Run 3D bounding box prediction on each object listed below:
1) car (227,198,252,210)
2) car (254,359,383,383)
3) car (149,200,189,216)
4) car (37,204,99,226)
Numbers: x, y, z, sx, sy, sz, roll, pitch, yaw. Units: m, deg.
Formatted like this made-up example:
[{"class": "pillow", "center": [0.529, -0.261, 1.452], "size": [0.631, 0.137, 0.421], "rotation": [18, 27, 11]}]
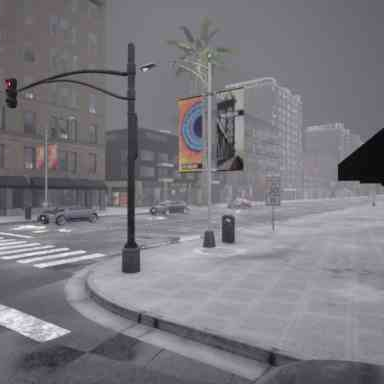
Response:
[{"class": "car", "center": [6.587, 1.595, 45.664], "size": [1.812, 1.442, 4.674], "rotation": [0, 0, 36]}, {"class": "car", "center": [2.141, 1.551, 1.323], "size": [4.403, 1.369, 2.008], "rotation": [0, 0, 35]}, {"class": "car", "center": [-2.218, 1.541, 33.208], "size": [1.837, 1.490, 4.892], "rotation": [0, 0, 35]}, {"class": "car", "center": [-8.810, 1.580, 23.852], "size": [1.994, 1.385, 4.181], "rotation": [0, 0, 35]}]
